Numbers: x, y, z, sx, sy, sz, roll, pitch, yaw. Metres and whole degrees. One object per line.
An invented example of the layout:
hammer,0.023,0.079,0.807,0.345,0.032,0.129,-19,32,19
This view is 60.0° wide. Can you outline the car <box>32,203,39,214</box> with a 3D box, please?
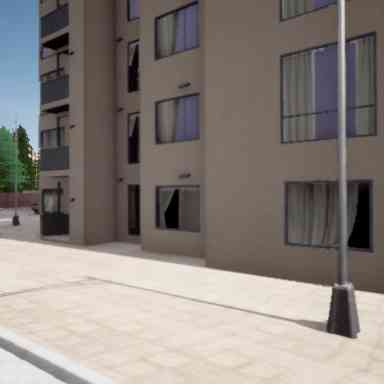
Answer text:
car,-16.157,1.711,38.650,2.128,1.511,4.902,-1,0,25
